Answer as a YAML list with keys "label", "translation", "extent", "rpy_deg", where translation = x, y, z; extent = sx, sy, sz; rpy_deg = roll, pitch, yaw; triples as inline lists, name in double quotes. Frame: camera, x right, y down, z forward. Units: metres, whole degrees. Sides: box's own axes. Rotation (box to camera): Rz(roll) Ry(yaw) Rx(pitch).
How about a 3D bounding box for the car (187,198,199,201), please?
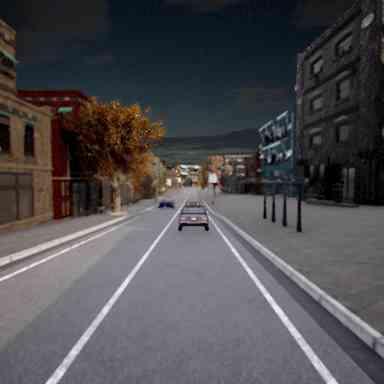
- label: "car"
  translation: [0.145, 1.459, 42.831]
  extent: [1.895, 1.301, 4.718]
  rpy_deg: [0, 1, 0]

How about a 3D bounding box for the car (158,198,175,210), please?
- label: "car"
  translation: [-3.124, 1.478, 41.138]
  extent: [1.895, 1.301, 4.718]
  rpy_deg: [0, 1, 1]

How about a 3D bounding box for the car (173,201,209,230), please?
- label: "car"
  translation: [0.097, 1.546, 21.093]
  extent: [2.033, 1.411, 5.357]
  rpy_deg: [0, 0, 0]
